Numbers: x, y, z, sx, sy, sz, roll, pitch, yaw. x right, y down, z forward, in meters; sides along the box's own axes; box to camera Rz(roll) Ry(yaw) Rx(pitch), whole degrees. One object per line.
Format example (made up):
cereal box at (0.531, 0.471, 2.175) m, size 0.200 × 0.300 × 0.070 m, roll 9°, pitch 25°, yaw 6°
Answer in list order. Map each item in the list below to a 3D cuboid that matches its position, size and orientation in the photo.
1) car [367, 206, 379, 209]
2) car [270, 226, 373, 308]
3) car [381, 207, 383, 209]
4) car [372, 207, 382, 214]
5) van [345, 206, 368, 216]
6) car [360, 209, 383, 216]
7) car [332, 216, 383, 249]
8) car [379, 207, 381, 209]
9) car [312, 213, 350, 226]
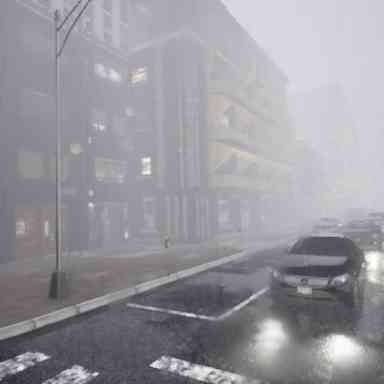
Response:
car at (27.695, 3.178, 52.616) m, size 2.192 × 1.841 × 5.009 m, roll -3°, pitch -3°, yaw 32°
car at (3.613, 1.892, 9.057) m, size 1.812 × 1.442 × 4.674 m, roll -3°, pitch -3°, yaw 32°
car at (36.661, 3.885, 66.980) m, size 2.008 × 1.369 × 4.403 m, roll -3°, pitch -3°, yaw 32°
car at (42.543, 4.172, 76.422) m, size 1.752 × 1.417 × 4.829 m, roll -3°, pitch -3°, yaw 32°
van at (18.738, 2.736, 38.238) m, size 1.690 × 1.788 × 3.998 m, roll -3°, pitch -3°, yaw 32°
car at (16.880, 2.552, 30.304) m, size 1.837 × 1.490 × 4.892 m, roll -4°, pitch -4°, yaw 32°
car at (9.157, 2.215, 17.949) m, size 1.994 × 1.385 × 4.181 m, roll -4°, pitch -3°, yaw 32°
car at (33.675, 3.742, 62.188) m, size 1.947 × 1.339 × 4.313 m, roll -3°, pitch -3°, yaw 32°
car at (9.786, 2.481, 23.851) m, size 2.008 × 1.369 × 4.403 m, roll -3°, pitch -3°, yaw 32°
